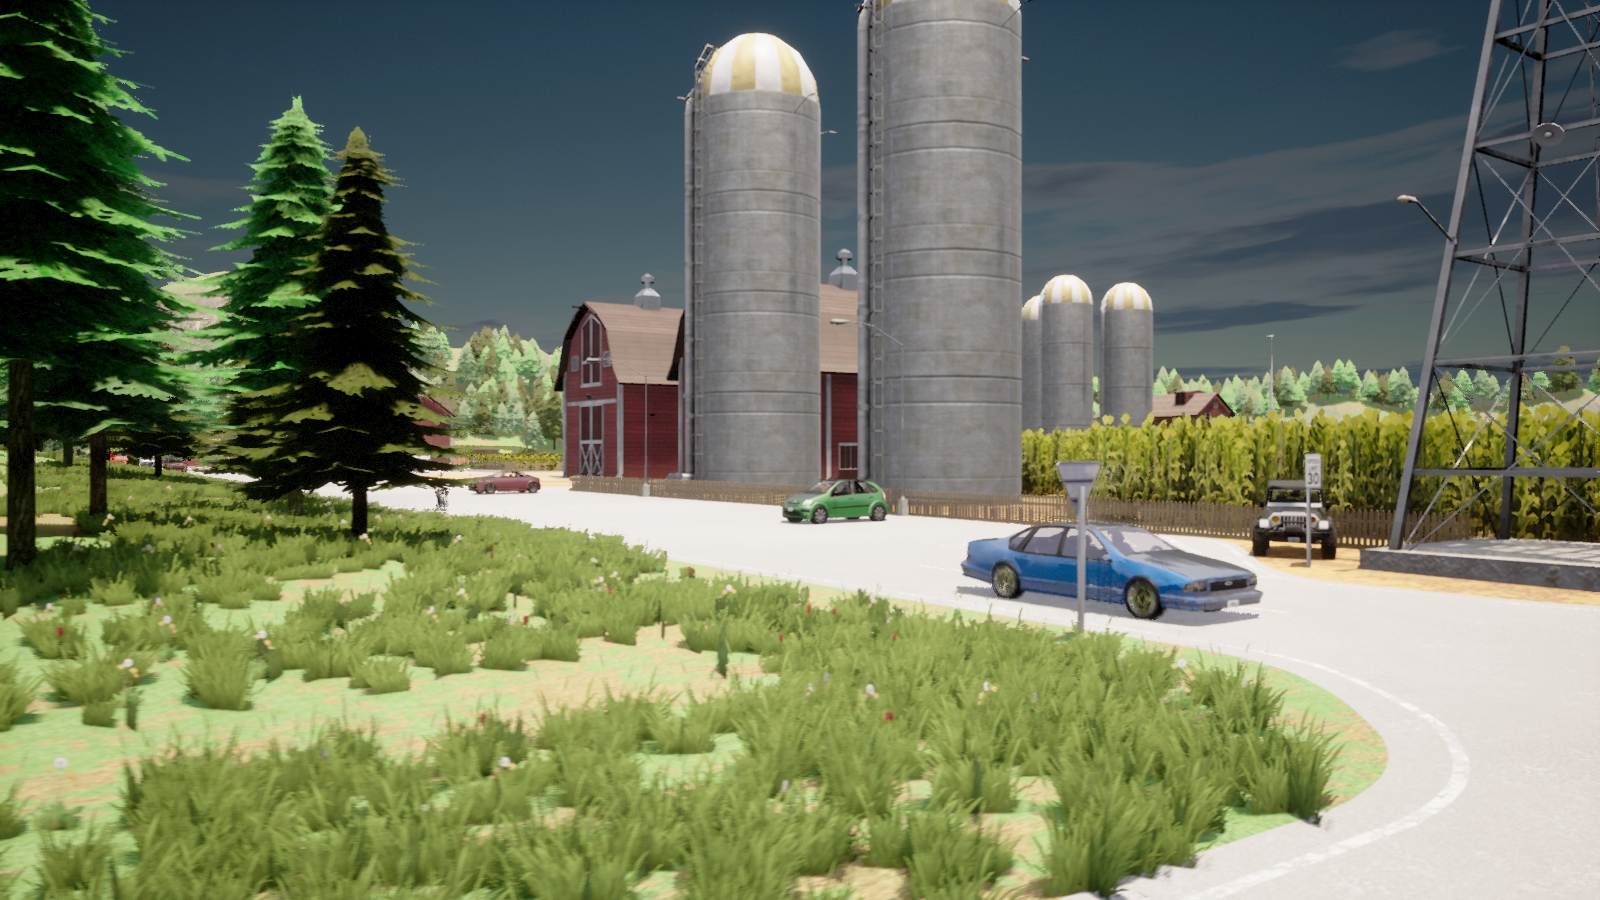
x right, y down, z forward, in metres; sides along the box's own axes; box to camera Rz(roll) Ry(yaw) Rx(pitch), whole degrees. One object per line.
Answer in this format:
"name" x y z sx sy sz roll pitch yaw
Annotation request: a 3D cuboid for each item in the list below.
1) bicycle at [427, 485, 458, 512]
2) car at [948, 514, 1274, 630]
"bicycle" -15.591 2.103 49.808 0.859 1.080 1.487 0 0 -34
"car" 5.108 1.953 19.622 2.033 1.411 5.357 0 0 -34
